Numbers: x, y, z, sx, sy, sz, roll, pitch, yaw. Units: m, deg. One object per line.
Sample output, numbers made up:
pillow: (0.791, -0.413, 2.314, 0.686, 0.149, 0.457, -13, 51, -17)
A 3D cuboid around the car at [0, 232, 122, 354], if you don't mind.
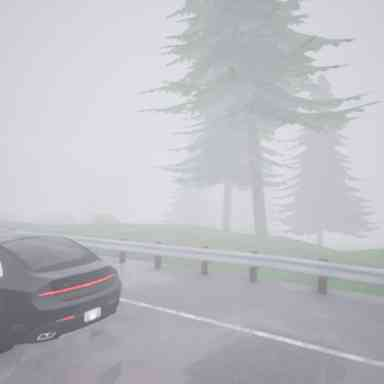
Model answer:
car: (-3.454, 1.504, 6.064, 4.892, 1.490, 1.837, 0, 0, 33)
